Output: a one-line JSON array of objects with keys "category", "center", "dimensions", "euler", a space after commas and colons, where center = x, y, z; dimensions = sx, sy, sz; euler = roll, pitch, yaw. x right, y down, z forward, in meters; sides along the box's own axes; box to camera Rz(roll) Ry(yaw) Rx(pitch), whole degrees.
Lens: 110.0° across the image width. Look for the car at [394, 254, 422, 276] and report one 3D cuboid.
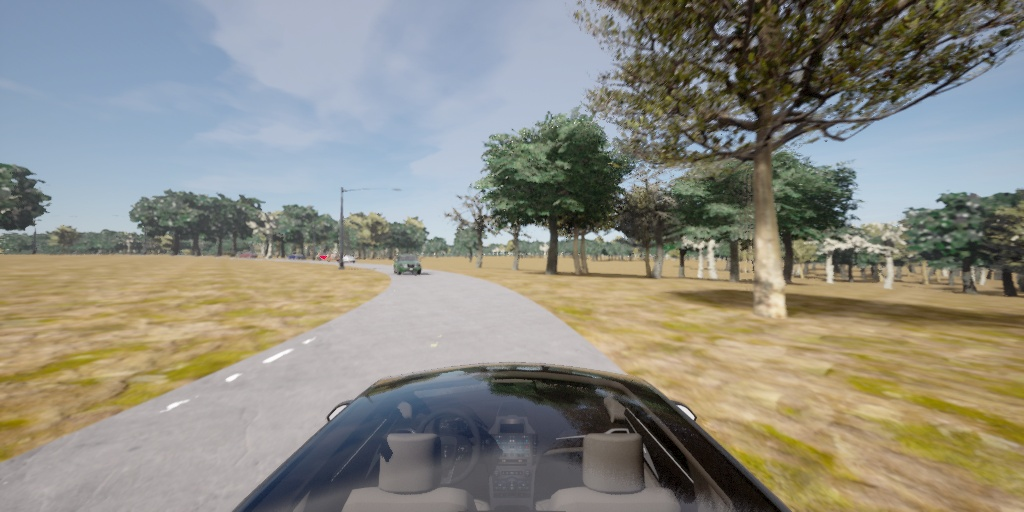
[{"category": "car", "center": [-10.465, 0.857, 35.857], "dimensions": [2.150, 2.045, 5.566], "euler": [0, 0, -24]}]
